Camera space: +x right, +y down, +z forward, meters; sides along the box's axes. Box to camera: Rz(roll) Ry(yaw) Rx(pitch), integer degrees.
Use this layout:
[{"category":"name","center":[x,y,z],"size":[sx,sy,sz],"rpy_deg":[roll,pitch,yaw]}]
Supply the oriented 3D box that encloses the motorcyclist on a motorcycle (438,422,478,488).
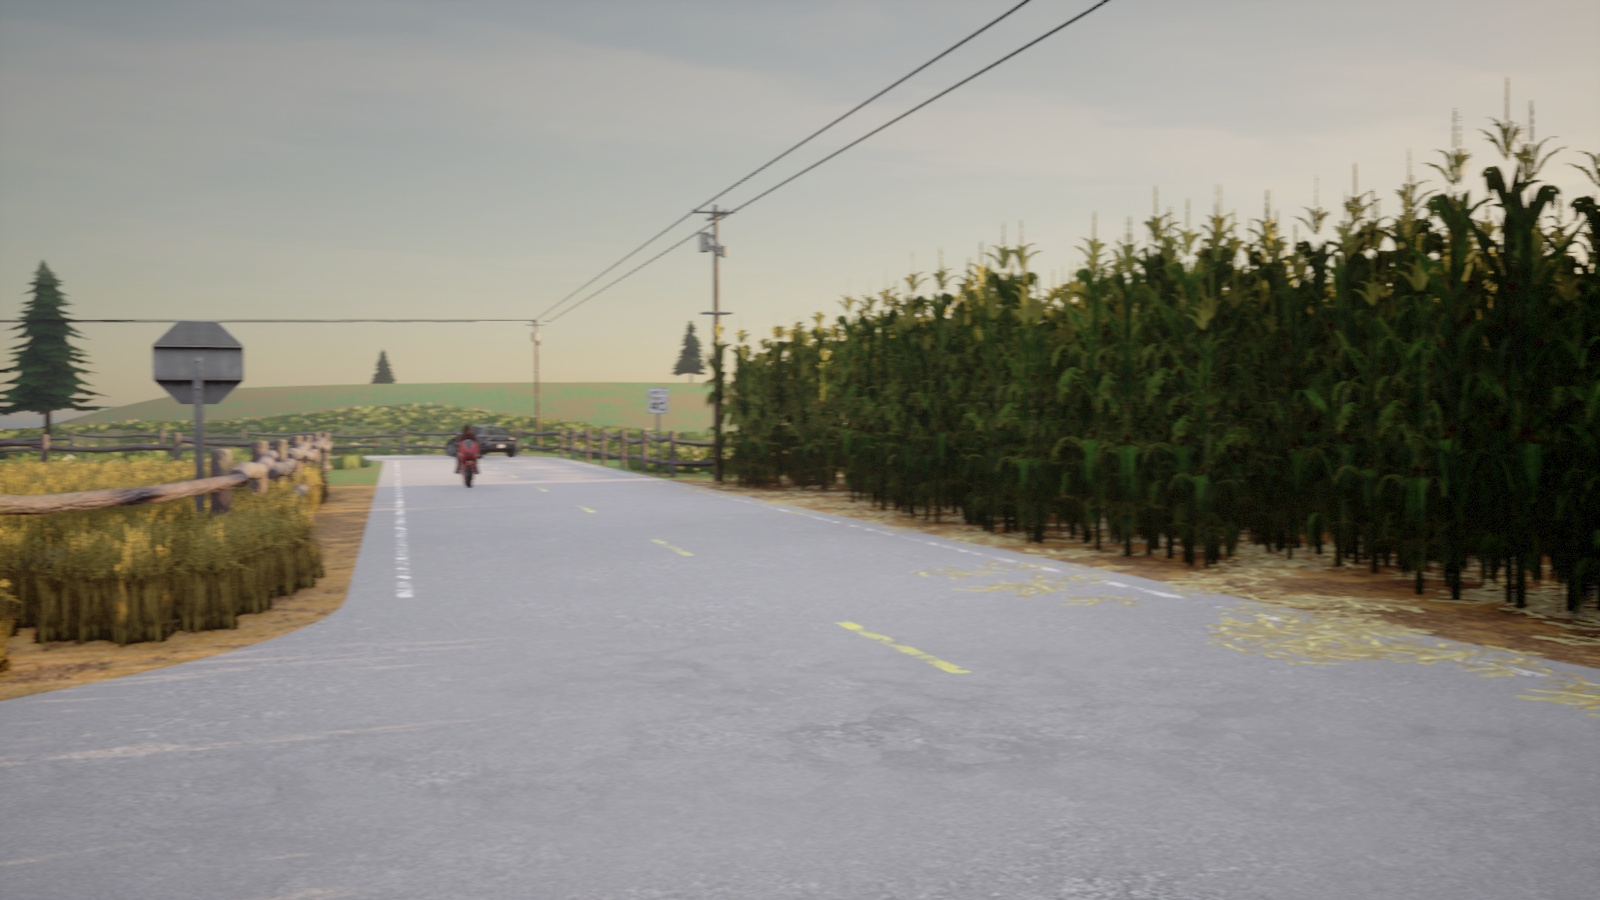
[{"category":"motorcyclist on a motorcycle","center":[-8.270,0.088,30.320],"size":[0.797,1.523,2.044],"rpy_deg":[0,1,-18]}]

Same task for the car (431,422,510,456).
[{"category":"car","center":[-14.915,-0.505,56.737],"size":[1.816,1.474,4.193],"rpy_deg":[-1,1,-41]}]
